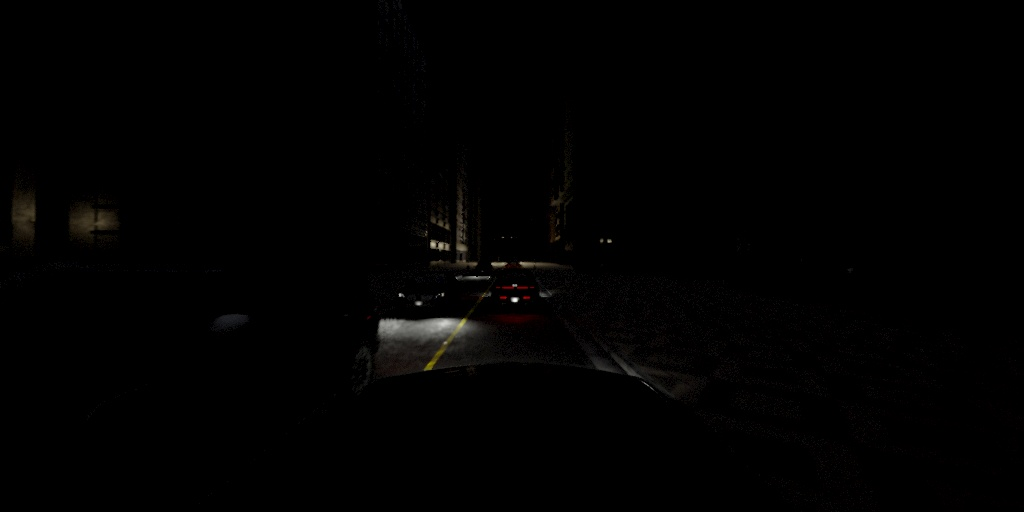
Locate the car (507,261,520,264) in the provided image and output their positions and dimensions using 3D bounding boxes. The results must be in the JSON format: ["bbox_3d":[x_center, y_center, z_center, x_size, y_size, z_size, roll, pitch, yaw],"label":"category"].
[{"bbox_3d":[0.141,1.312,41.322,1.882,1.535,5.008,0,0,0],"label":"car"}]

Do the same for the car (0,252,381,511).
[{"bbox_3d":[-3.101,0.973,3.360,2.150,2.045,5.566,0,0,0],"label":"car"}]

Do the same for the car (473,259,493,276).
[{"bbox_3d":[-2.978,1.334,38.635,1.837,1.490,4.892,0,-1,0],"label":"car"}]

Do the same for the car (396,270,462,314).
[{"bbox_3d":[-3.077,1.300,14.147,1.812,1.442,4.674,0,0,0],"label":"car"}]

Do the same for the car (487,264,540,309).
[{"bbox_3d":[0.112,1.285,15.150,1.837,1.490,4.892,0,0,0],"label":"car"}]
